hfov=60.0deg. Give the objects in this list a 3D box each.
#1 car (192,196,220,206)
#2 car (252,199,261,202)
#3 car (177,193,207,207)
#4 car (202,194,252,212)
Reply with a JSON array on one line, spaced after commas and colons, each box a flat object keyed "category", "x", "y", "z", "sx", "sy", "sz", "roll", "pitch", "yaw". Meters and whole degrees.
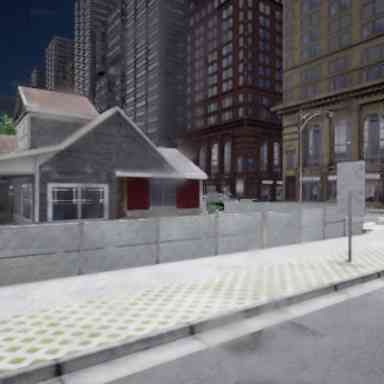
[{"category": "car", "x": 2.342, "y": 1.499, "z": 55.688, "sx": 2.128, "sy": 1.511, "sz": 4.902, "roll": 0, "pitch": 0, "yaw": -35}, {"category": "car", "x": 6.930, "y": 1.516, "z": 37.591, "sx": 1.812, "sy": 1.442, "sz": 4.674, "roll": 0, "pitch": 0, "yaw": -35}, {"category": "car", "x": -0.086, "y": 1.219, "z": 53.484, "sx": 2.150, "sy": 2.045, "sz": 5.566, "roll": 0, "pitch": 0, "yaw": -35}, {"category": "car", "x": 3.564, "y": 1.201, "z": 36.730, "sx": 2.150, "sy": 2.045, "sz": 5.566, "roll": 0, "pitch": 0, "yaw": -35}]
